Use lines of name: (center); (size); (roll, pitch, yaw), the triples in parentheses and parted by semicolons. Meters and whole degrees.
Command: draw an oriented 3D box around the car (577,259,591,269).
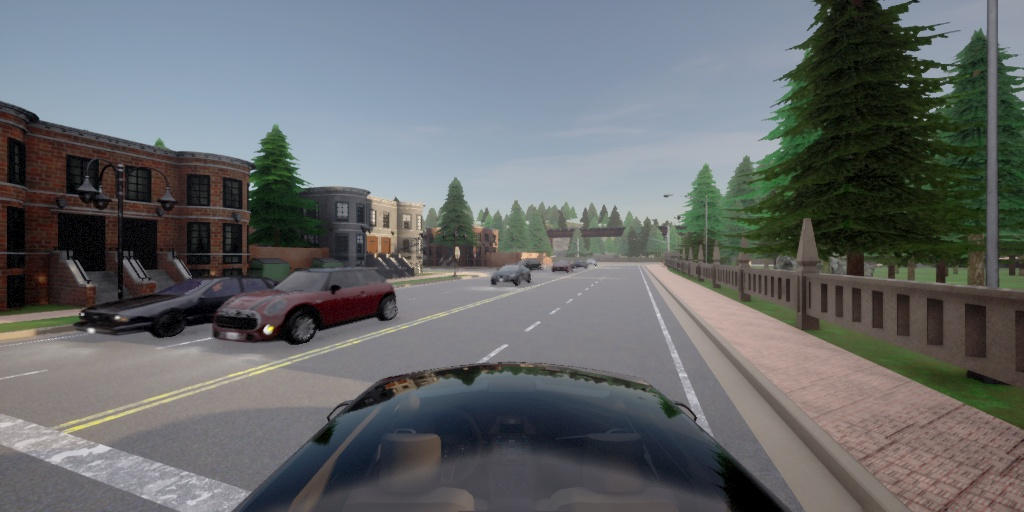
car: (10.656, 1.312, 56.011); (1.994, 1.385, 4.181); (0, 0, 19)

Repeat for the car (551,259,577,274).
car: (6.000, 1.227, 42.461); (1.882, 1.535, 5.008); (0, 0, 19)

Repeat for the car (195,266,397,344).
car: (-5.213, 1.102, 9.733); (2.097, 1.767, 4.553); (0, 0, 19)

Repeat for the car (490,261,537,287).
car: (0.051, 1.275, 25.109); (1.812, 1.442, 4.674); (0, 0, 19)

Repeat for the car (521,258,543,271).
car: (2.020, 1.100, 48.625); (4.553, 1.767, 2.097); (0, 0, -42)

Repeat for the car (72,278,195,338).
car: (-8.618, 1.297, 10.594); (2.033, 1.411, 5.357); (0, 0, 19)
